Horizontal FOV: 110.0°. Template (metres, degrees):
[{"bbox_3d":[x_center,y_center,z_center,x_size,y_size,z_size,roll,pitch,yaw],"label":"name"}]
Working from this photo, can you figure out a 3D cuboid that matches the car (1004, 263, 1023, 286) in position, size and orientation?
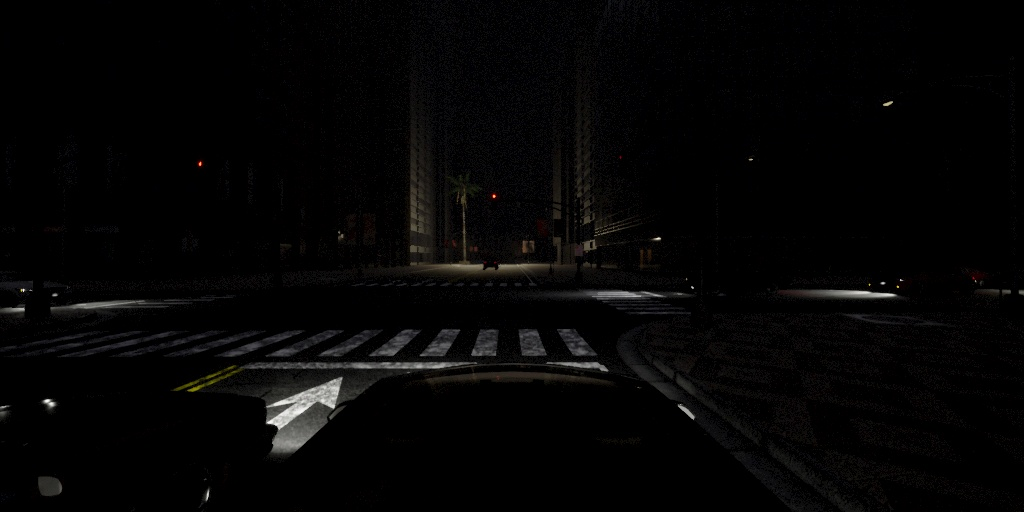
[{"bbox_3d":[32.065,1.115,21.857,4.097,1.591,1.967,0,0,-1],"label":"car"}]

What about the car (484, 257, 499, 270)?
[{"bbox_3d":[-3.254,1.117,56.314,2.150,2.045,5.566,0,0,0],"label":"car"}]

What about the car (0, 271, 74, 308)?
[{"bbox_3d":[-21.378,1.354,14.979,4.674,1.442,1.812,0,0,1],"label":"car"}]

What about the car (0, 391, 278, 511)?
[{"bbox_3d":[-3.176,1.297,0.755,2.033,1.411,5.357,0,0,4],"label":"car"}]

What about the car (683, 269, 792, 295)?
[{"bbox_3d":[11.619,1.319,18.750,4.718,1.301,1.895,0,0,-1],"label":"car"}]

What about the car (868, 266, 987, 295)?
[{"bbox_3d":[21.541,1.248,18.914,4.181,1.385,1.994,0,0,0],"label":"car"}]

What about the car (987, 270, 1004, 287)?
[{"bbox_3d":[26.427,1.273,21.759,4.207,1.307,1.802,0,0,-1],"label":"car"}]
